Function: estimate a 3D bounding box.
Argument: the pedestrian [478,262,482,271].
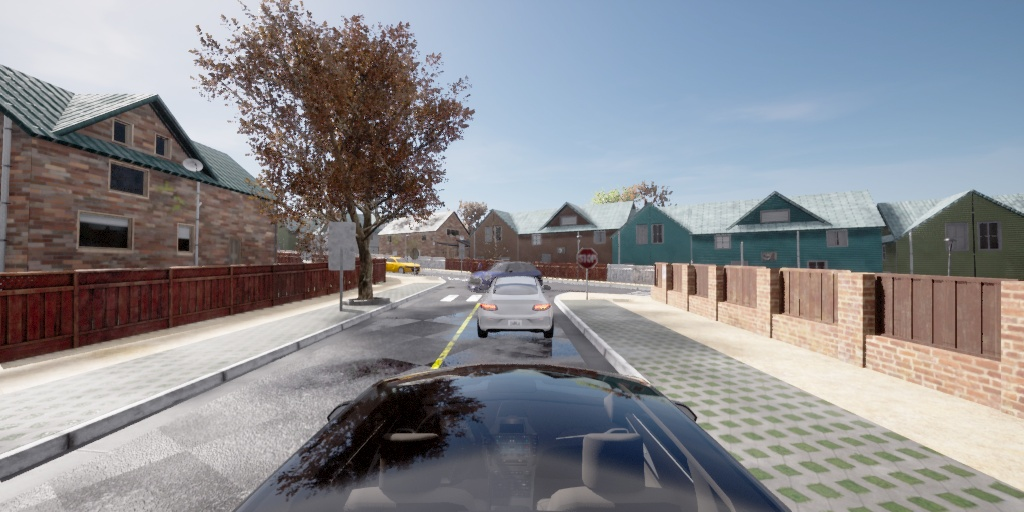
[{"bbox_3d":[-3.148,1.122,35.458,0.375,1.300,0.375,-1,-5,32],"label":"pedestrian"}]

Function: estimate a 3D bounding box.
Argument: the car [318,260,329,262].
[{"bbox_3d":[-18.593,0.680,38.214,4.718,1.301,1.895,2,0,32],"label":"car"}]

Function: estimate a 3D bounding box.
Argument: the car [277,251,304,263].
[{"bbox_3d":[-27.356,0.228,43.708,5.008,1.535,1.882,2,0,33],"label":"car"}]

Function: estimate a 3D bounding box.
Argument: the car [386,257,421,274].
[{"bbox_3d":[-10.634,0.862,33.233,5.008,1.535,1.882,2,0,32],"label":"car"}]

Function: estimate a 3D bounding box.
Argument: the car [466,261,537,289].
[{"bbox_3d":[-0.389,1.115,20.704,4.553,1.767,2.097,1,0,-40],"label":"car"}]

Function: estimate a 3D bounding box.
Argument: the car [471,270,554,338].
[{"bbox_3d":[0.116,1.280,10.066,1.812,1.442,4.674,0,0,1],"label":"car"}]
